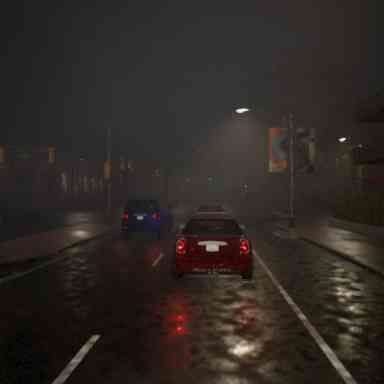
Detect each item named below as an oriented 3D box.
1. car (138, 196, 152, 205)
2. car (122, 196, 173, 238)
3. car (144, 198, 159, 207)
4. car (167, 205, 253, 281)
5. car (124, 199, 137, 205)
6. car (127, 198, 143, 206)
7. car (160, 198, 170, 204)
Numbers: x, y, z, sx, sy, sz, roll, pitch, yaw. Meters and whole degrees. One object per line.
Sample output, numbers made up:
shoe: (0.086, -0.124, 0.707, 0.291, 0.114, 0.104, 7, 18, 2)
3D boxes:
car: (-10.829, 1.853, 76.710, 2.150, 2.045, 5.566, 0, 0, 3)
car: (-2.409, 1.378, 19.011, 2.150, 2.045, 5.566, 0, 0, 3)
car: (-7.946, 2.032, 65.831, 2.128, 1.511, 4.902, 0, 0, 4)
car: (0.623, 1.439, 10.388, 2.097, 1.767, 4.553, 0, -1, 3)
car: (-14.081, 2.220, 76.750, 1.895, 1.301, 4.718, 0, 0, 3)
car: (-11.373, 2.038, 66.957, 2.128, 1.511, 4.902, 0, 0, 3)
car: (-6.878, 2.223, 84.745, 1.812, 1.442, 4.674, 0, 0, 3)
